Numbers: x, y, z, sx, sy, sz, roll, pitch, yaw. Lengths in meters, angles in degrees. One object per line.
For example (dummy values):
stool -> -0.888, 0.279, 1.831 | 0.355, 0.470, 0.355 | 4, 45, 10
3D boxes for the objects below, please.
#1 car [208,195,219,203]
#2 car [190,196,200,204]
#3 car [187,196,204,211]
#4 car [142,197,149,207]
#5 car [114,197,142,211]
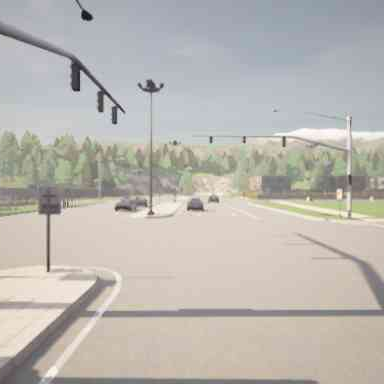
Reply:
car -> 4.151, 1.269, 64.561 | 2.097, 1.767, 4.553 | 0, 0, 1
car -> 0.651, 1.517, 64.656 | 1.895, 1.301, 4.718 | 0, 0, 1
car -> 0.386, 1.511, 39.199 | 1.994, 1.385, 4.181 | 0, 0, 1
car -> -7.531, 1.495, 49.323 | 1.994, 1.385, 4.181 | 0, 0, 1
car -> -7.700, 1.492, 39.251 | 2.033, 1.411, 5.357 | 0, 0, 1
